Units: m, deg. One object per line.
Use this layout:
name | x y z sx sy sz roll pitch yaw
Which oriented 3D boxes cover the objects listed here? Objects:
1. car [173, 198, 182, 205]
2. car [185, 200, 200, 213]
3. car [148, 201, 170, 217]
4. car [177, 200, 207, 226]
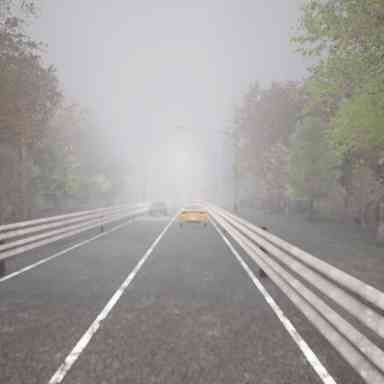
car | -3.287 2.063 76.018 2.097 1.767 4.553 0 -1 0
car | 0.086 1.828 43.157 1.882 1.535 5.008 0 -1 0
car | -3.353 1.728 34.532 1.837 1.490 4.892 0 -1 0
car | 0.088 1.586 24.496 1.882 1.535 5.008 0 0 0
